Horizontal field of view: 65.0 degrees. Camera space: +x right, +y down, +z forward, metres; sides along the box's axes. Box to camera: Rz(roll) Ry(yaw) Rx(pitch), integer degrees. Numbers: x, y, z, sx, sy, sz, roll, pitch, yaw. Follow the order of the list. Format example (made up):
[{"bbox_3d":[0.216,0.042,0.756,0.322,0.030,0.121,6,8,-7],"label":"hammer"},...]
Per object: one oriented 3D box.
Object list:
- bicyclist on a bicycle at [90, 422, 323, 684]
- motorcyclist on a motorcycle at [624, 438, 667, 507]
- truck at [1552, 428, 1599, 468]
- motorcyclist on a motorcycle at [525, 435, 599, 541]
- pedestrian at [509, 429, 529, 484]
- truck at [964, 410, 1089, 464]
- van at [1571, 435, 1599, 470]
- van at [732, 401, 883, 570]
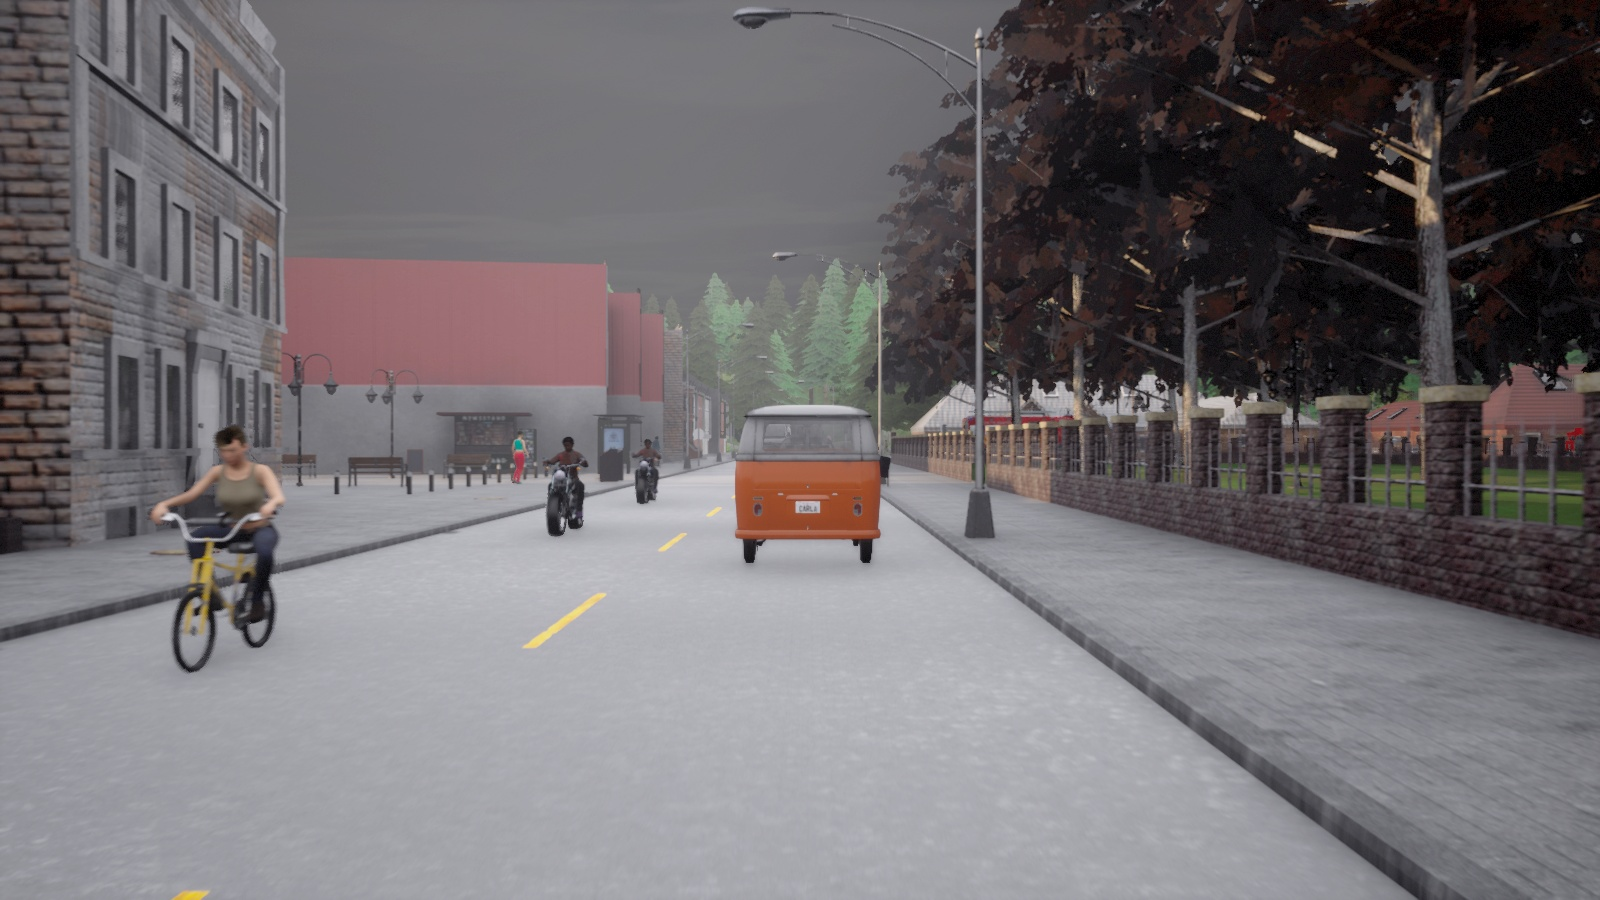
[{"bbox_3d":[-3.945,0.632,8.497,0.866,1.612,1.509,0,0,0],"label":"bicyclist on a bicycle"},{"bbox_3d":[-3.822,0.518,31.149,0.766,1.649,2.350,0,0,0],"label":"motorcyclist on a motorcycle"},{"bbox_3d":[49.787,-0.141,78.315,2.627,2.467,5.204,0,0,0],"label":"truck"},{"bbox_3d":[-3.877,0.577,20.660,0.766,1.649,2.350,0,0,0],"label":"motorcyclist on a motorcycle"},{"bbox_3d":[-9.487,0.210,42.399,0.345,1.836,0.594,0,0,27],"label":"pedestrian"},{"bbox_3d":[16.298,-0.916,90.749,8.468,3.827,2.891,0,0,-1],"label":"truck"},{"bbox_3d":[45.700,0.137,70.706,1.775,1.987,4.442,0,0,-1],"label":"van"},{"bbox_3d":[0.104,0.403,17.004,1.775,1.987,4.442,0,0,0],"label":"van"}]
